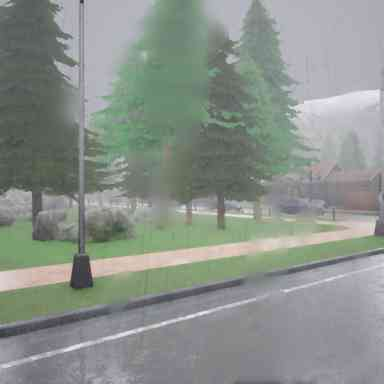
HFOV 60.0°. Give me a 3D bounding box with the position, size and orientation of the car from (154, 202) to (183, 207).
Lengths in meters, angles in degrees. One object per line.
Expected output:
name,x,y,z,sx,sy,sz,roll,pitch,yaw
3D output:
car,-3.325,1.490,48.642,1.837,1.490,4.892,0,0,-37

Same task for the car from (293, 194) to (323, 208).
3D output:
car,15.516,1.159,44.480,3.866,1.878,1.905,0,0,-37

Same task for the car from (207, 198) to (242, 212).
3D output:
car,3.760,1.476,39.251,2.128,1.511,4.902,0,0,-37

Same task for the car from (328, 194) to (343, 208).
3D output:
car,17.336,1.157,42.701,4.605,1.855,1.932,0,0,-37

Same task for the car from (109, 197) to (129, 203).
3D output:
car,-14.662,1.476,66.369,4.902,1.511,2.128,0,0,42

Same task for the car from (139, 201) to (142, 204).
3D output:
car,-7.519,1.585,59.416,1.895,1.301,4.718,0,0,-42

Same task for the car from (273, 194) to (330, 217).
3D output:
car,9.908,1.336,31.019,2.097,1.767,4.553,0,0,-37

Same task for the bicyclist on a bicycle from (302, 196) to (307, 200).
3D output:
bicyclist on a bicycle,13.176,1.265,39.160,1.656,1.620,0.582,0,0,-37
